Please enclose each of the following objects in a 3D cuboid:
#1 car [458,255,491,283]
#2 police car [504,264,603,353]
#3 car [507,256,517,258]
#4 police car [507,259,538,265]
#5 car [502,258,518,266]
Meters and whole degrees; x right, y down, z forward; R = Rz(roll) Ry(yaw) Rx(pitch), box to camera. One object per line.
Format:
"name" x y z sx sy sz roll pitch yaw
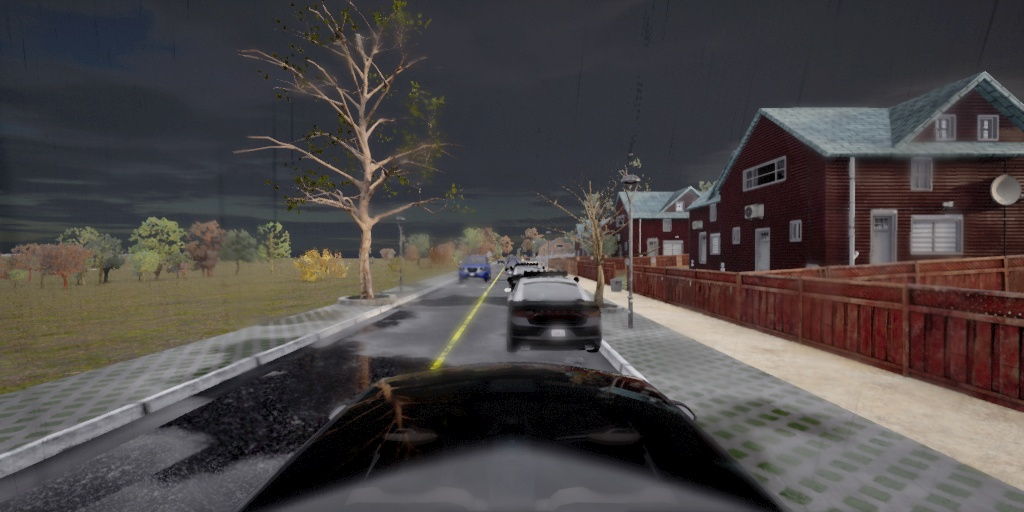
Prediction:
"car" -2.828 0.975 28.414 2.150 2.045 5.566 0 0 0
"police car" 0.831 1.175 9.000 1.930 1.638 5.238 0 0 0
"car" 0.054 1.000 62.037 2.150 2.045 5.566 0 0 0
"police car" 0.839 1.176 19.000 1.930 1.638 5.238 0 0 0
"car" 0.079 1.328 47.273 1.994 1.385 4.181 0 0 0
